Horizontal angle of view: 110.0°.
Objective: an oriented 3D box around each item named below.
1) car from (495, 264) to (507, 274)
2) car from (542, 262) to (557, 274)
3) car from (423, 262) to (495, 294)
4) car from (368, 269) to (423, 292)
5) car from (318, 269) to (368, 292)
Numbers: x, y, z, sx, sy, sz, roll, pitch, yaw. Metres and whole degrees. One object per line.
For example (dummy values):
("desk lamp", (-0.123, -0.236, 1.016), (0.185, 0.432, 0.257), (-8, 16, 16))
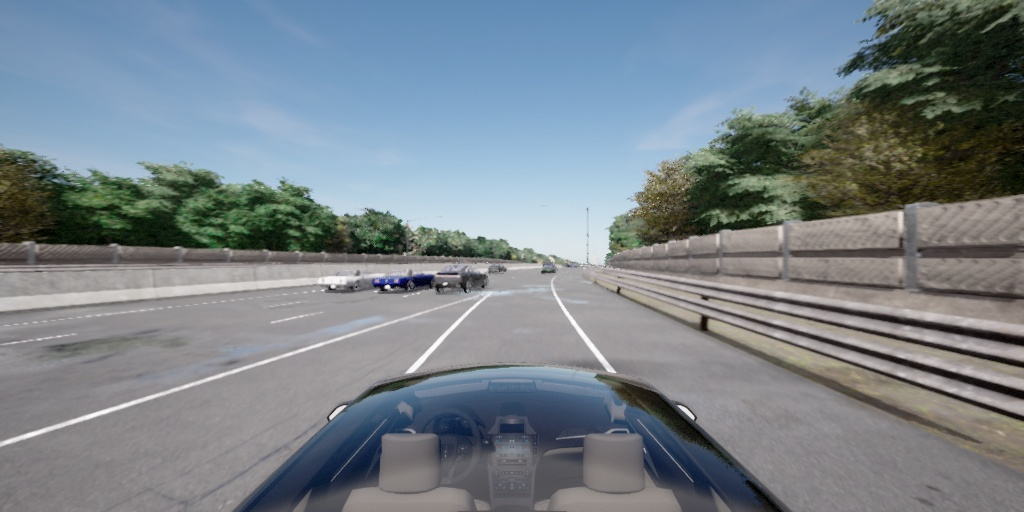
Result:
("car", (-2.107, 1.857, 52.804), (2.128, 1.511, 4.902), (0, -1, 14))
("car", (5.879, 2.044, 55.910), (1.994, 1.385, 4.181), (0, -1, 14))
("car", (-2.854, 1.274, 20.817), (2.128, 1.511, 4.902), (0, -1, 14))
("car", (-6.259, 1.428, 21.685), (1.895, 1.301, 4.718), (-2, -1, 14))
("car", (-9.639, 1.474, 22.527), (1.895, 1.301, 4.718), (0, -1, 14))
